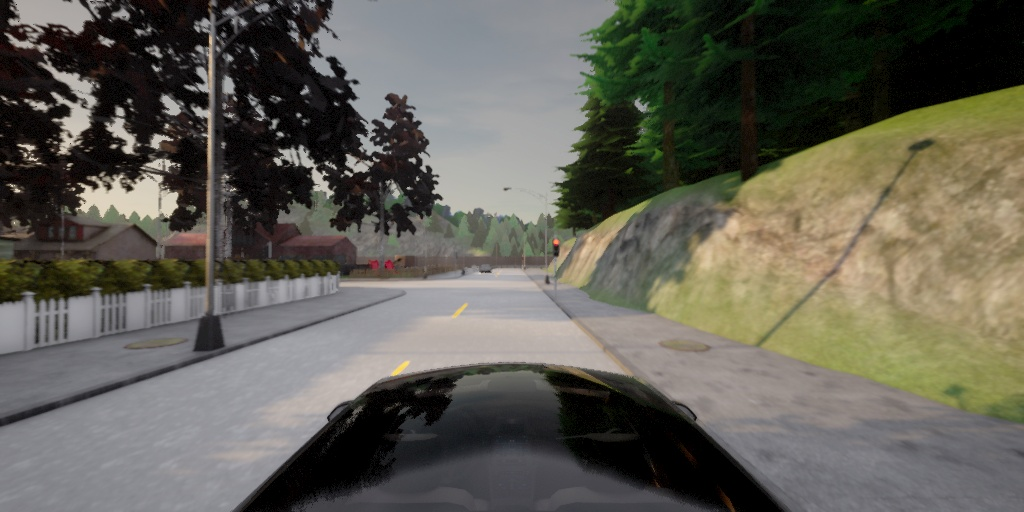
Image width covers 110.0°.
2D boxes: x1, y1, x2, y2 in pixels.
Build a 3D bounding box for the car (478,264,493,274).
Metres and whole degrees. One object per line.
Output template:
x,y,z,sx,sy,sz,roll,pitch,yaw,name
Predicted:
-3.998,1.997,54.660,1.837,1.490,4.892,0,1,0,car
